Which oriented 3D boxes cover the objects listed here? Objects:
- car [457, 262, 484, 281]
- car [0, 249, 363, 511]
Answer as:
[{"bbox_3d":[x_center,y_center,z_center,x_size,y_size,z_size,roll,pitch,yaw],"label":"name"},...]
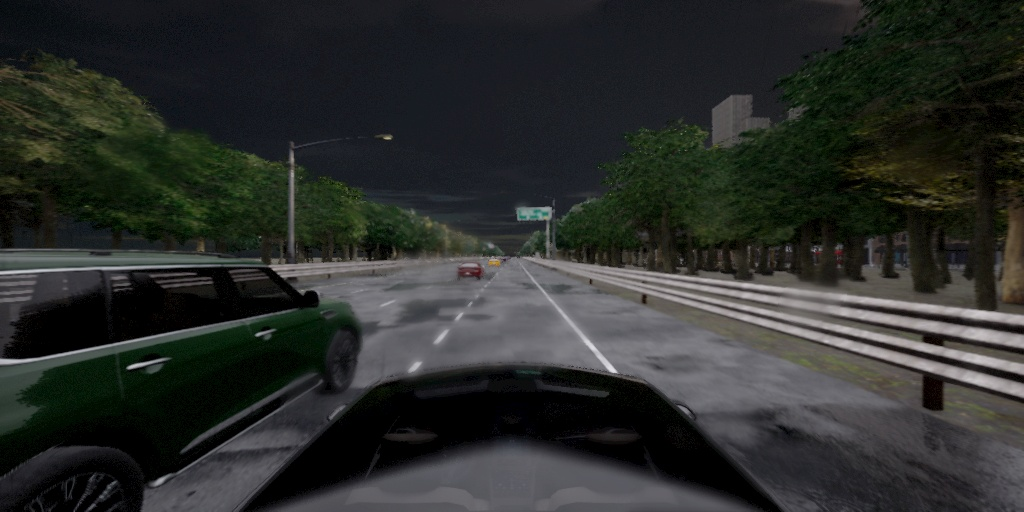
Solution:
[{"bbox_3d":[-3.441,1.234,30.593,1.882,1.535,5.008,0,0,0],"label":"car"},{"bbox_3d":[-3.499,0.972,3.486,2.150,2.045,5.566,0,0,0],"label":"car"}]
